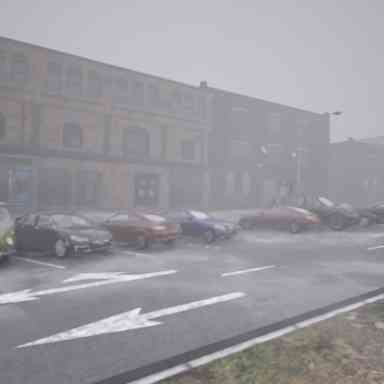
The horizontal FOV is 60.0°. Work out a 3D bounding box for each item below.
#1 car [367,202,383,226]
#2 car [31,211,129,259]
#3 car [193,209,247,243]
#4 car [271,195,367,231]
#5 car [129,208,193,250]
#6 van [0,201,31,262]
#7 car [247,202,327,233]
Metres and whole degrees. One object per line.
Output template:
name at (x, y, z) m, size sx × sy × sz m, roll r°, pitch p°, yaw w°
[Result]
car at (10.036, 1.484, 22.607) m, size 5.008 × 1.535 × 2.097 m, roll -1°, pitch -1°, yaw 37°
car at (-5.024, 1.477, 12.517) m, size 4.892 × 1.521 × 2.231 m, roll -1°, pitch -1°, yaw 35°
car at (-0.041, 1.518, 15.936) m, size 4.674 × 1.452 × 2.002 m, roll -1°, pitch -1°, yaw 36°
car at (7.527, 1.230, 20.948) m, size 5.566 × 2.045 × 2.435 m, roll -1°, pitch -1°, yaw 37°
car at (-2.535, 1.517, 14.224) m, size 4.674 × 1.452 × 2.002 m, roll -1°, pitch -1°, yaw 35°
van at (-7.399, 1.247, 10.717) m, size 4.442 × 1.987 × 1.878 m, roll -1°, pitch -1°, yaw 35°
car at (4.977, 1.521, 19.292) m, size 4.674 × 1.452 × 2.002 m, roll -1°, pitch -1°, yaw 36°
